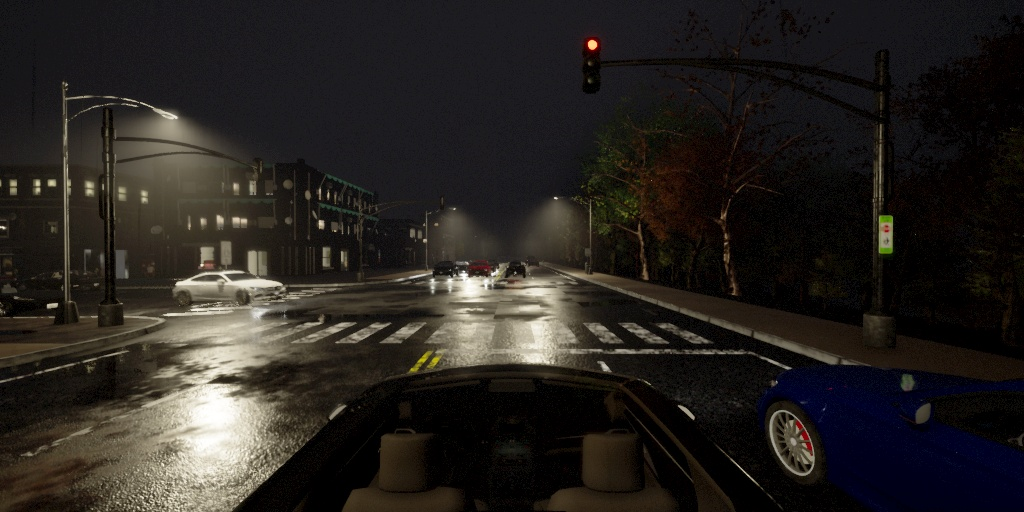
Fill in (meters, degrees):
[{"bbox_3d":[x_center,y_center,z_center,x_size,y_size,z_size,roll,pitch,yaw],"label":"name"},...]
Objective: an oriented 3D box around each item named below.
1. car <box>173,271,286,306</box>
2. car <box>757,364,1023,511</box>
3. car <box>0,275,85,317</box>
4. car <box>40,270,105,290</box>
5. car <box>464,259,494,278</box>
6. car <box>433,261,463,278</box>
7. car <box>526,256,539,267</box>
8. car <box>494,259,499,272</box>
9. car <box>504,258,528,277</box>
[{"bbox_3d":[-12.574,1.397,15.988,4.674,1.442,1.812,-2,0,9],"label":"car"},{"bbox_3d":[3.355,1.276,1.635,1.812,1.442,4.674,0,0,1],"label":"car"},{"bbox_3d":[-19.854,1.565,13.822,4.313,1.339,1.948,0,0,1],"label":"car"},{"bbox_3d":[-28.118,1.560,22.401,4.403,1.370,2.007,0,0,1],"label":"car"},{"bbox_3d":[-3.074,1.217,34.580,1.882,1.535,5.008,0,0,1],"label":"car"},{"bbox_3d":[-6.330,1.217,34.738,1.882,1.535,5.008,0,0,1],"label":"car"},{"bbox_3d":[3.853,1.204,64.701,1.882,1.535,5.008,0,0,1],"label":"car"},{"bbox_3d":[-2.994,1.261,44.641,1.812,1.442,4.674,0,0,1],"label":"car"},{"bbox_3d":[0.343,1.245,34.688,1.837,1.490,4.892,0,0,1],"label":"car"}]
